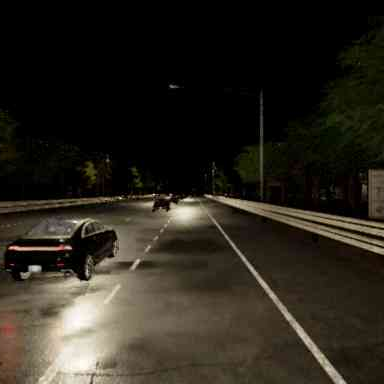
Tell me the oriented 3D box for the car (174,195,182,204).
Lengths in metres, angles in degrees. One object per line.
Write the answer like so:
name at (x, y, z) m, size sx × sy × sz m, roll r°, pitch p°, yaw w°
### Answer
car at (-3.479, 1.579, 64.703) m, size 1.812 × 1.442 × 4.674 m, roll 0°, pitch 0°, yaw 0°

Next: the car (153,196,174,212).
car at (-3.515, 1.524, 39.561) m, size 1.837 × 1.490 × 4.892 m, roll 0°, pitch 0°, yaw 0°

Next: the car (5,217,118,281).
car at (-3.506, 1.494, 9.843) m, size 2.128 × 1.511 × 4.902 m, roll 0°, pitch 0°, yaw 0°
